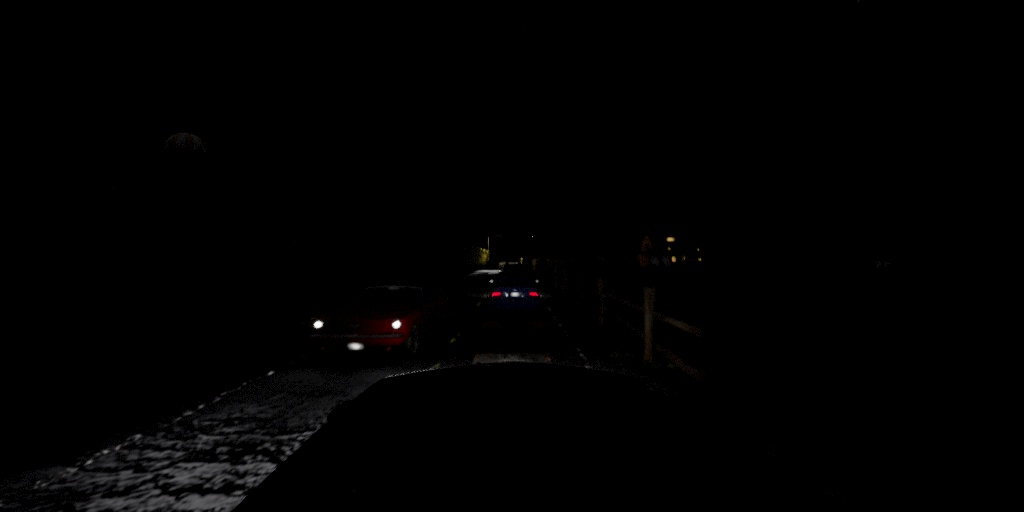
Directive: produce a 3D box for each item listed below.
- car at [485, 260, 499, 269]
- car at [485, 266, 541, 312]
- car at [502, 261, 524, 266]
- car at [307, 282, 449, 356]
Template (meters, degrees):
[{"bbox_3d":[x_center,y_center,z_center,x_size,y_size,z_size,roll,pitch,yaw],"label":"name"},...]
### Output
[{"bbox_3d":[-2.808,1.285,51.287,1.895,1.301,4.718,0,0,0],"label":"car"},{"bbox_3d":[0.093,1.279,14.034,2.033,1.411,5.357,0,0,0],"label":"car"},{"bbox_3d":[0.113,1.196,34.316,2.128,1.511,4.902,0,0,0],"label":"car"},{"bbox_3d":[-2.849,1.340,8.745,1.895,1.301,4.718,0,0,0],"label":"car"}]
